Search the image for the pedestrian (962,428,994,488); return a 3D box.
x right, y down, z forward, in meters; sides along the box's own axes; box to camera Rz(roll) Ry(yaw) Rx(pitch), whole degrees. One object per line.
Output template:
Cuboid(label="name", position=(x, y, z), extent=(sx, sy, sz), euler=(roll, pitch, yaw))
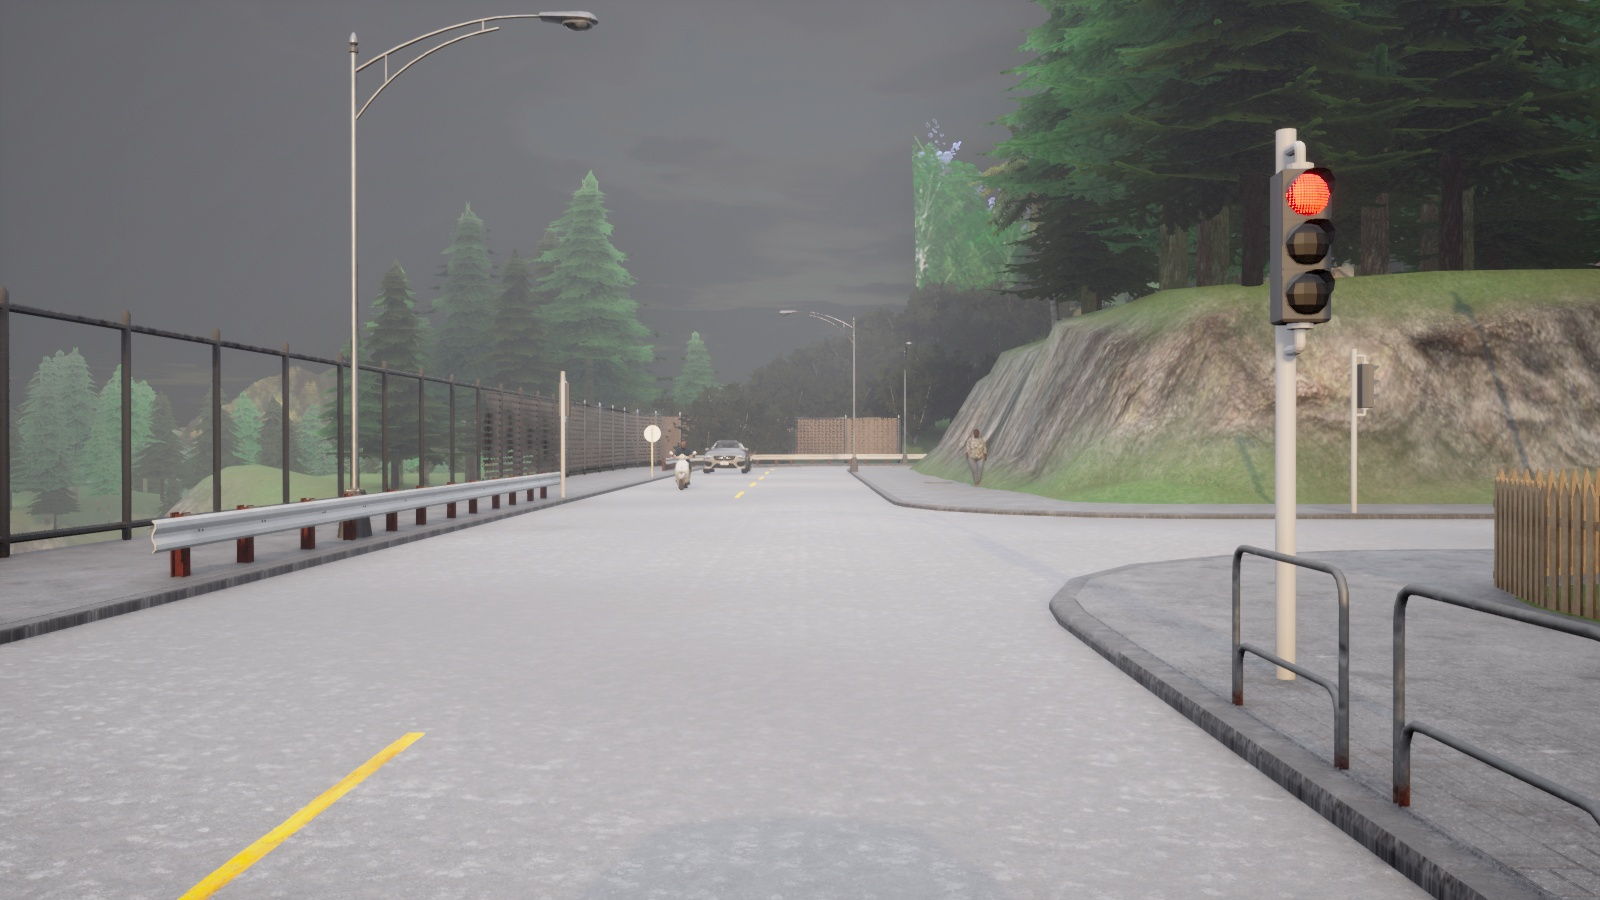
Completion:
Cuboid(label="pedestrian", position=(5.547, 0.239, 39.224), extent=(0.874, 1.855, 0.900), euler=(0, 0, 1))

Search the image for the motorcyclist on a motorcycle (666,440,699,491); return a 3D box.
Cuboid(label="motorcyclist on a motorcycle", position=(-3.719, 0.471, 40.002), extent=(0.866, 1.590, 1.817), euler=(0, 1, 0))

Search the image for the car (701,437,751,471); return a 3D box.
Cuboid(label="car", position=(-3.602, 0.171, 62.252), extent=(2.152, 1.651, 5.027), euler=(0, 0, 0))
